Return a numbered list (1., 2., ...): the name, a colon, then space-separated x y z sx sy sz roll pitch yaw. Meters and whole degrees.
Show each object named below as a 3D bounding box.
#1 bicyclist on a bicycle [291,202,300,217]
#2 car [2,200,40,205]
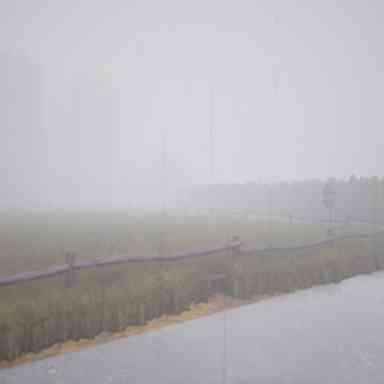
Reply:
1. bicyclist on a bicycle: 10.322 1.819 33.274 1.656 1.620 0.582 1 -1 -36
2. car: -24.245 1.767 46.904 5.357 1.411 2.033 1 -1 -34
